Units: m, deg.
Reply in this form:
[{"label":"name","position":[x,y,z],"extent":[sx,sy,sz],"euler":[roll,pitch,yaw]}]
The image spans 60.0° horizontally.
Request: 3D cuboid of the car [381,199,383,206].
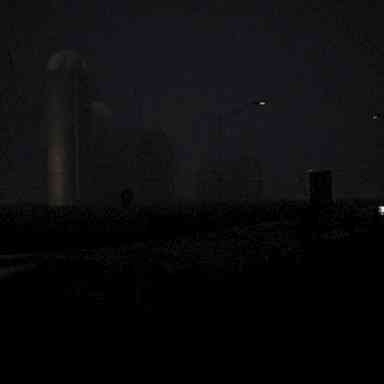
[{"label":"car","position":[25.870,1.070,42.765],"extent":[1.895,1.301,4.718],"euler":[0,1,43]}]
